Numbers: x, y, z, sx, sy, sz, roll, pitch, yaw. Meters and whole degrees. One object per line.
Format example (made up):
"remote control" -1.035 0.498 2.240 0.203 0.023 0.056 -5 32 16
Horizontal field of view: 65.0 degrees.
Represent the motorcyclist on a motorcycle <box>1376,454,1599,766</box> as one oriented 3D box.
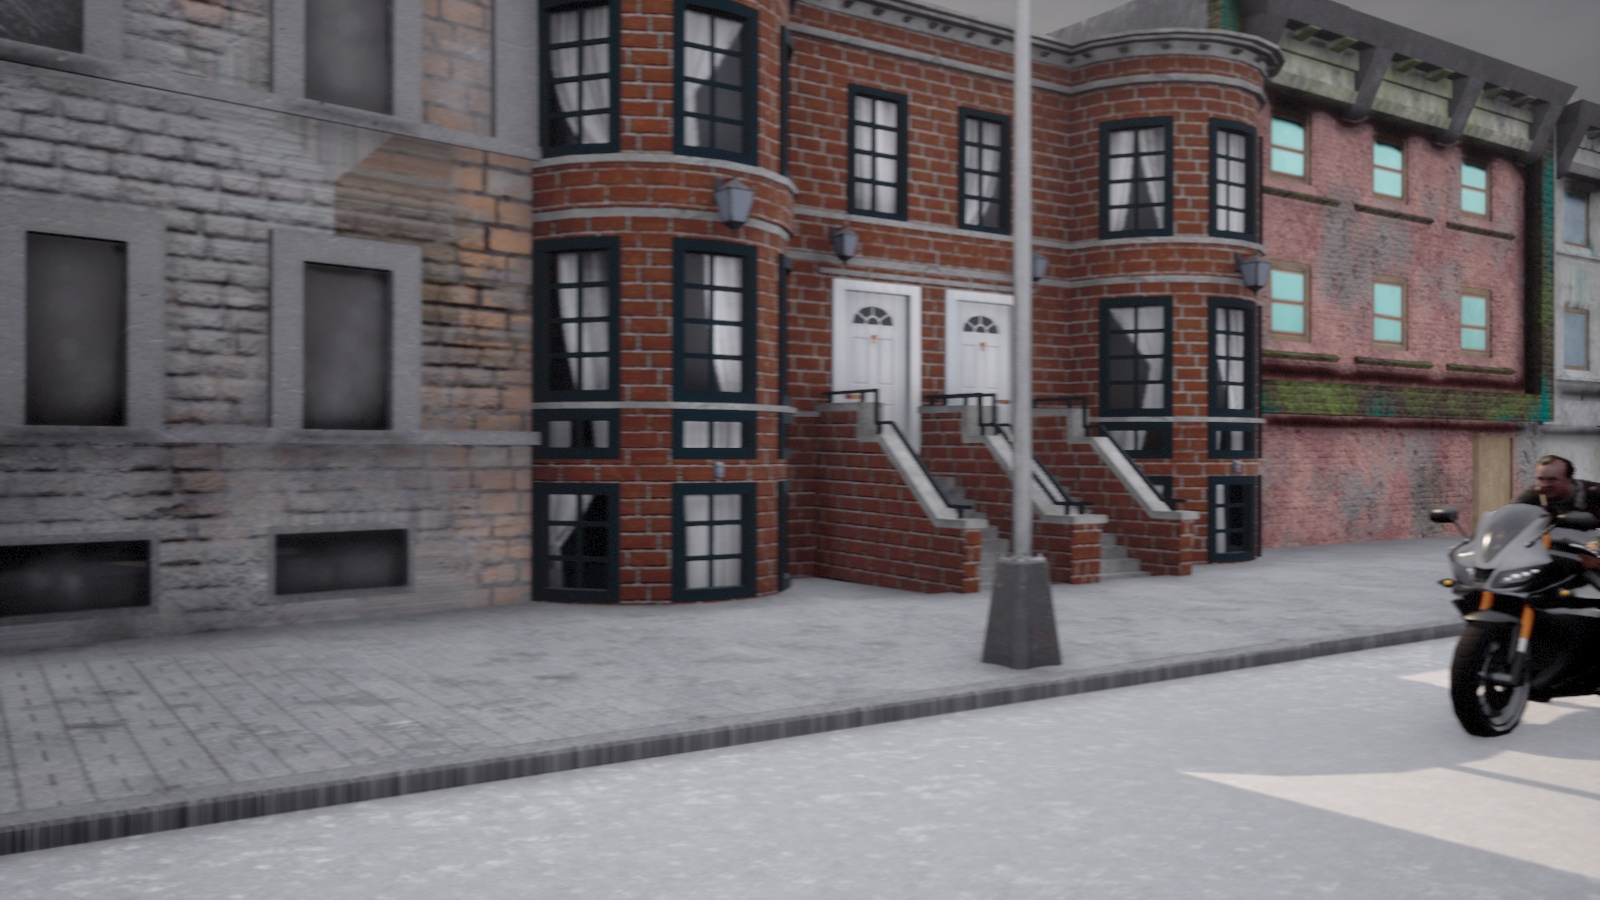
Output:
"motorcyclist on a motorcycle" 4.311 0.788 7.139 2.191 1.530 0.866 0 0 -34
